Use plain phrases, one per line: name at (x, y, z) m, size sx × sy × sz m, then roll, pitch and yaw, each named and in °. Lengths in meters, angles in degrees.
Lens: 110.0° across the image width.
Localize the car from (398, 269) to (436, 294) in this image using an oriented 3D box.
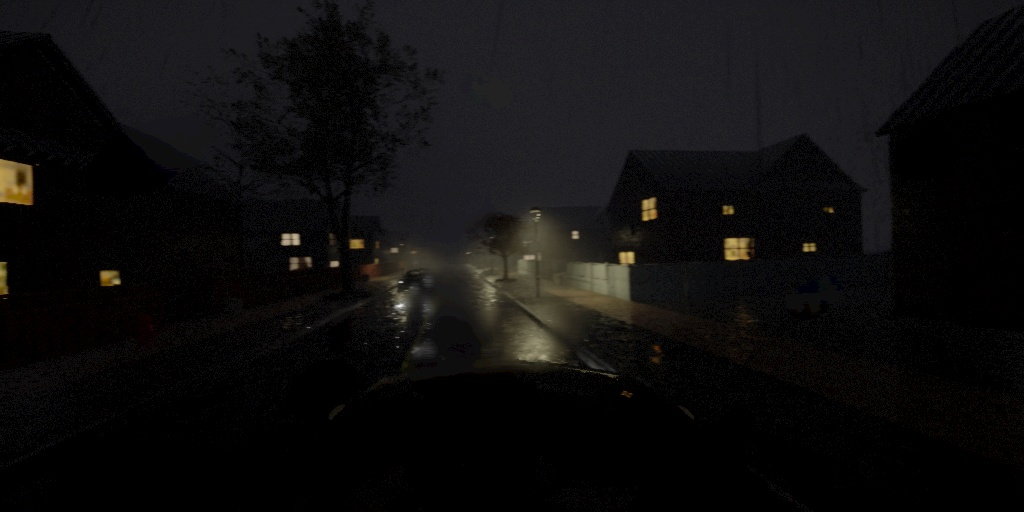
car at (-5.703, 1.491, 21.924) m, size 1.895 × 1.301 × 4.718 m, roll -2°, pitch 0°, yaw -9°
